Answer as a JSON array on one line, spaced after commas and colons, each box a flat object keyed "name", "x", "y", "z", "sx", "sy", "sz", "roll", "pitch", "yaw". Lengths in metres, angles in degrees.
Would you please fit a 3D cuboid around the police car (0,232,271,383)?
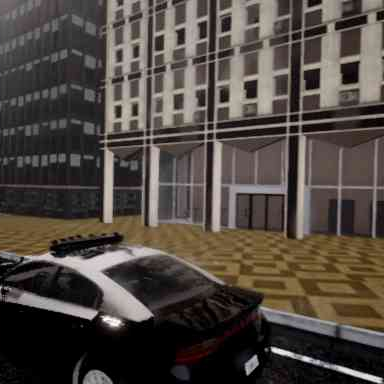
[{"name": "police car", "x": -1.541, "y": 1.421, "z": 4.661, "sx": 5.238, "sy": 1.638, "sz": 1.930, "roll": 0, "pitch": 0, "yaw": 35}]
